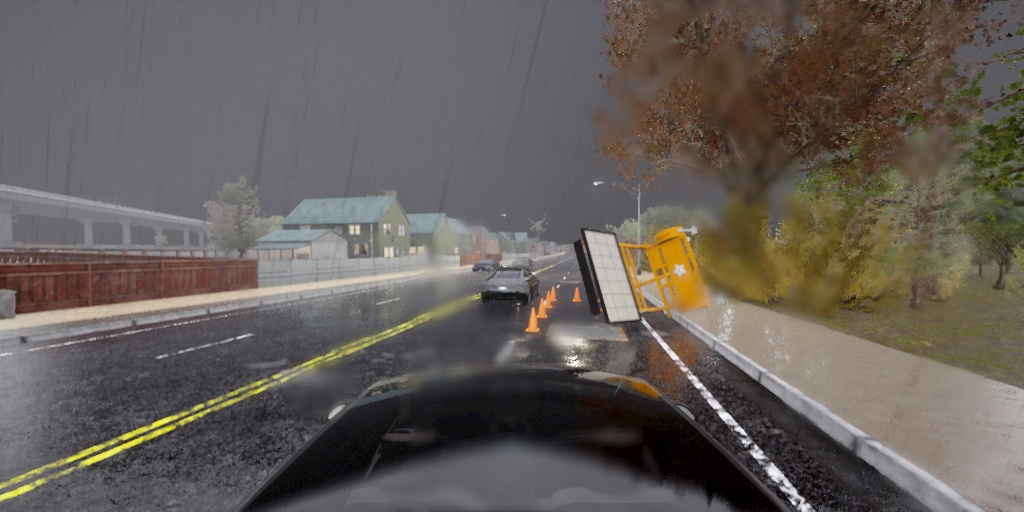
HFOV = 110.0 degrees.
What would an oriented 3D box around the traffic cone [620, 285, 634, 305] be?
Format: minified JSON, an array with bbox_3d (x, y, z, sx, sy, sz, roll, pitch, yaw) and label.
[{"bbox_3d":[4.689,1.586,14.614,0.340,0.580,0.340,0,0,12],"label":"traffic cone"}]

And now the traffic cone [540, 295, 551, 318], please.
[{"bbox_3d":[0.953,1.620,11.292,0.340,0.580,0.340,0,0,11],"label":"traffic cone"}]

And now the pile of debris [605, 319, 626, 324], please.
[{"bbox_3d":[1.890,1.849,9.074,1.860,0.140,1.500,0,0,11],"label":"pile of debris"}]

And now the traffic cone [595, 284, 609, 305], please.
[{"bbox_3d":[3.709,1.586,14.814,0.340,0.580,0.340,0,0,12],"label":"traffic cone"}]

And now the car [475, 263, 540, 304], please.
[{"bbox_3d":[0.047,1.191,15.716,1.994,1.385,4.181,0,1,11],"label":"car"}]

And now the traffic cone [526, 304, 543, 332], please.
[{"bbox_3d":[0.555,1.638,9.332,0.340,0.580,0.340,0,0,11],"label":"traffic cone"}]

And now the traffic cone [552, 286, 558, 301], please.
[{"bbox_3d":[1.750,1.585,15.211,0.340,0.580,0.340,0,0,12],"label":"traffic cone"}]

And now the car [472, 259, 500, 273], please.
[{"bbox_3d":[-2.488,0.981,36.880,2.033,1.411,5.357,0,1,12],"label":"car"}]

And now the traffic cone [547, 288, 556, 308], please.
[{"bbox_3d":[1.351,1.602,13.251,0.340,0.580,0.340,0,0,11],"label":"traffic cone"}]

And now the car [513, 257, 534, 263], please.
[{"bbox_3d":[1.253,0.912,38.957,1.837,1.490,4.892,0,1,12],"label":"car"}]

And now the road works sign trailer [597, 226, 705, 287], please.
[{"bbox_3d":[4.539,-1.070,10.738,2.880,3.560,2.380,0,0,-26],"label":"road works sign trailer"}]

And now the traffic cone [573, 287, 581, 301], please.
[{"bbox_3d":[2.729,1.585,15.012,0.340,0.580,0.340,0,0,12],"label":"traffic cone"}]
